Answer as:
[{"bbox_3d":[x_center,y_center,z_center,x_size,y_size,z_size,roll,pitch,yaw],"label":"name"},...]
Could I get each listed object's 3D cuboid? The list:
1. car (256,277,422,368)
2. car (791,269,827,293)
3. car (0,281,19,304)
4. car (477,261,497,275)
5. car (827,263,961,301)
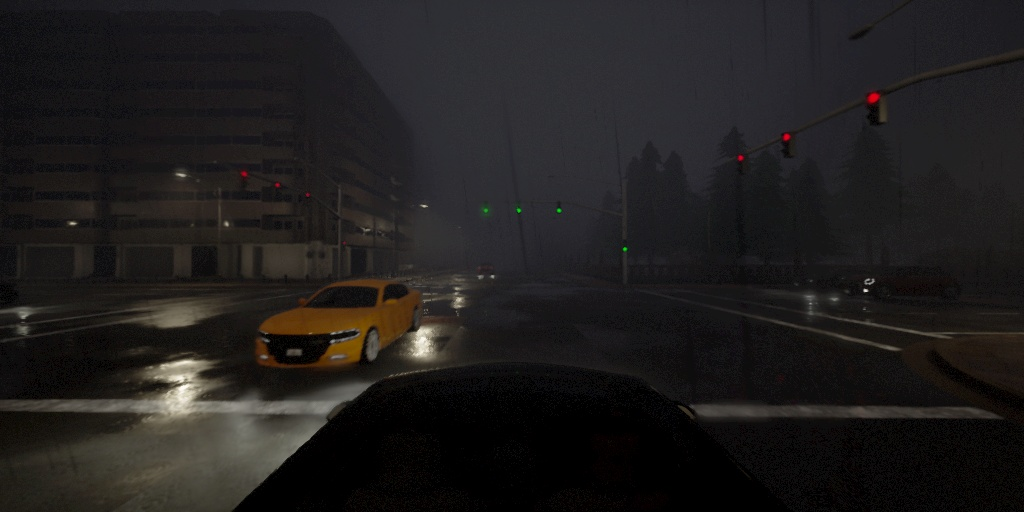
[{"bbox_3d":[-3.492,1.296,8.248,1.882,1.535,5.008,0,-1,0],"label":"car"},{"bbox_3d":[19.526,1.451,21.492,4.674,1.442,1.812,0,-1,4],"label":"car"},{"bbox_3d":[-23.688,1.326,14.832,5.008,1.535,1.882,0,-1,0],"label":"car"},{"bbox_3d":[-3.480,1.601,48.372,2.097,1.767,4.553,0,-1,0],"label":"car"},{"bbox_3d":[19.153,1.239,17.970,4.553,1.767,2.097,0,-1,4],"label":"car"}]
